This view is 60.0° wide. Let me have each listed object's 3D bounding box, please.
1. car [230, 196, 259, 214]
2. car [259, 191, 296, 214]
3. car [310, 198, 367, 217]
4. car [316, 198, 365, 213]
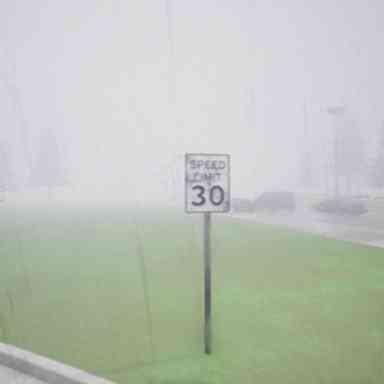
[{"bbox_3d":[4.268,1.264,32.072,1.837,1.490,4.892,0,0,-15],"label":"car"},{"bbox_3d":[7.835,0.961,32.283,2.150,2.045,5.566,0,0,-15],"label":"car"},{"bbox_3d":[12.462,1.287,28.630,2.033,1.411,5.357,0,0,-15],"label":"car"},{"bbox_3d":[14.775,1.296,33.459,1.895,1.301,4.718,0,0,-15],"label":"car"}]
